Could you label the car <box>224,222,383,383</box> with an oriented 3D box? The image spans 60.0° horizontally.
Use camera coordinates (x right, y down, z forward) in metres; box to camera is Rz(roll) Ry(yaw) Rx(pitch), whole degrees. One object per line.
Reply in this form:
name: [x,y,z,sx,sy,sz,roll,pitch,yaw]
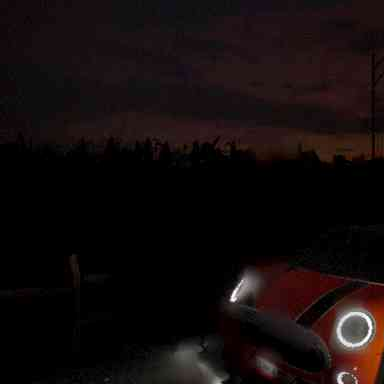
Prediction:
car: [2.644,1.313,4.959,4.553,1.767,2.097,-1,0,-36]
